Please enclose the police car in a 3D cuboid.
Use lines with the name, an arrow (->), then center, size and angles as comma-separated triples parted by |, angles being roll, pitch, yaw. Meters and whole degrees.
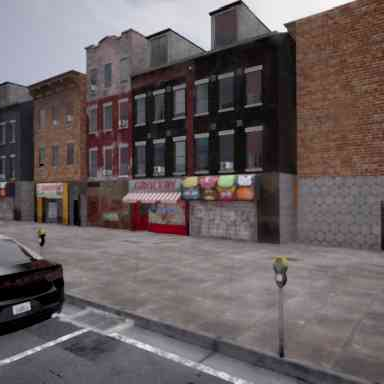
police car -> -4.490, 1.426, 6.185 | 5.238, 1.638, 1.930 | 0, 0, 36
